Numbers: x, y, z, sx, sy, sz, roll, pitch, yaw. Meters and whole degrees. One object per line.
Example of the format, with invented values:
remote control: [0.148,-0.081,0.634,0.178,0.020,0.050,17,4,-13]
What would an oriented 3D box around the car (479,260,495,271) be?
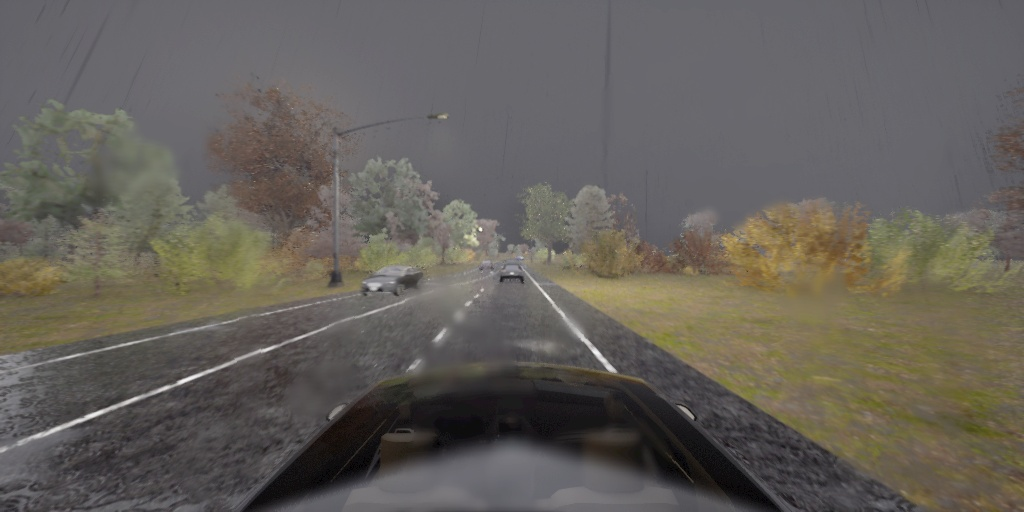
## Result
car: [-3.514,1.278,50.048,1.812,1.442,4.674,0,0,0]

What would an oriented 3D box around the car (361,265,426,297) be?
car: [-6.115,1.251,18.989,2.128,1.511,4.902,0,0,6]

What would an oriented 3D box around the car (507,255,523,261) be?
car: [-0.011,1.106,48.498,2.097,1.767,4.553,0,0,0]

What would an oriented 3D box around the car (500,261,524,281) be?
car: [-0.004,1.324,30.172,1.994,1.385,4.181,0,0,0]
